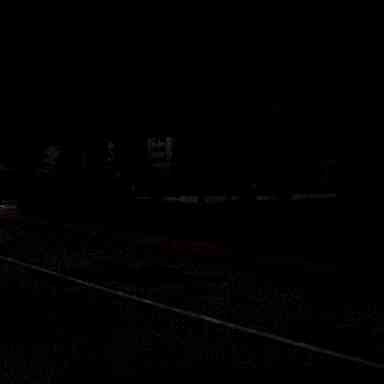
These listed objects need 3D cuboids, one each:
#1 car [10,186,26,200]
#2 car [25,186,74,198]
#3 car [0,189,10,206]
[{"bbox_3d":[-19.527,0.067,37.853,2.128,1.511,4.902,3,2,37],"label":"car"},{"bbox_3d":[-15.355,0.274,37.553,2.033,1.411,5.357,3,2,38],"label":"car"},{"bbox_3d":[-16.178,0.534,24.178,1.837,1.490,4.892,-1,0,18],"label":"car"}]
